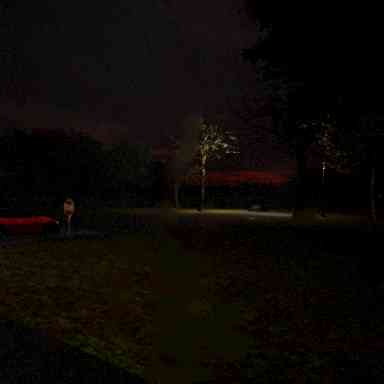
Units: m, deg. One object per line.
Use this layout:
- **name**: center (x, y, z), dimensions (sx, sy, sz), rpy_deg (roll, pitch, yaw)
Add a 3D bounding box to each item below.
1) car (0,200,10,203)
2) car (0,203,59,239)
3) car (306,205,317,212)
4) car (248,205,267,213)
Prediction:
- **car**: center (-15.851, 1.586, 23.892), dimensions (2.150, 2.045, 5.566), rpy_deg (2, 0, 36)
- **car**: center (-10.235, 1.743, 19.723), dimensions (2.097, 1.767, 4.553), rpy_deg (2, -1, 36)
- **car**: center (27.662, 3.759, 77.290), dimensions (1.882, 1.535, 5.008), rpy_deg (2, -1, 31)
- **car**: center (12.512, 3.199, 63.278), dimensions (2.033, 1.411, 5.357), rpy_deg (2, -1, 36)
